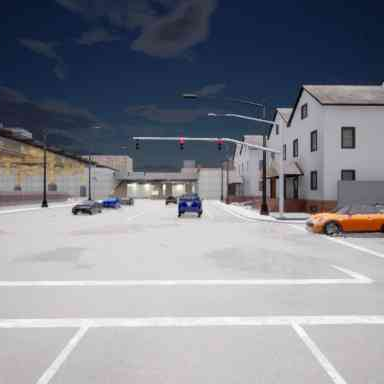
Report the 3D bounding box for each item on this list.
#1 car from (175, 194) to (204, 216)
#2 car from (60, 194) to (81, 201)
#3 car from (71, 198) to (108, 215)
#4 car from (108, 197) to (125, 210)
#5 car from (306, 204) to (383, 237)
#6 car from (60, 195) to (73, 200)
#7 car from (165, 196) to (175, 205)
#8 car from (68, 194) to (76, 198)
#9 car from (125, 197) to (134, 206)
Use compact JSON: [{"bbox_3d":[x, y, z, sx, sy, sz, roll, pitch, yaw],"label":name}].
[{"bbox_3d":[-0.117,1.221,32.086,2.150,2.045,5.566,0,0,3],"label":"car"},{"bbox_3d":[-32.686,1.452,89.596,2.038,1.542,4.974,0,0,28],"label":"car"},{"bbox_3d":[-10.683,1.547,34.345,2.033,1.411,5.357,0,0,0],"label":"car"},{"bbox_3d":[-10.703,1.478,44.067,1.882,1.535,5.008,0,0,0],"label":"car"},{"bbox_3d":[8.713,1.441,18.244,4.553,1.767,2.097,-1,0,2],"label":"car"},{"bbox_3d":[-31.915,1.295,84.273,1.853,1.218,4.536,0,0,-37],"label":"car"},{"bbox_3d":[-3.641,1.505,58.578,1.837,1.490,4.892,0,0,0],"label":"car"},{"bbox_3d":[-31.884,1.452,84.231,2.038,1.542,4.974,0,0,-37],"label":"car"},{"bbox_3d":[-10.718,1.525,54.521,1.812,1.442,4.674,0,0,0],"label":"car"}]
